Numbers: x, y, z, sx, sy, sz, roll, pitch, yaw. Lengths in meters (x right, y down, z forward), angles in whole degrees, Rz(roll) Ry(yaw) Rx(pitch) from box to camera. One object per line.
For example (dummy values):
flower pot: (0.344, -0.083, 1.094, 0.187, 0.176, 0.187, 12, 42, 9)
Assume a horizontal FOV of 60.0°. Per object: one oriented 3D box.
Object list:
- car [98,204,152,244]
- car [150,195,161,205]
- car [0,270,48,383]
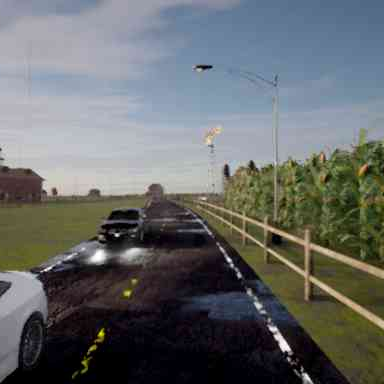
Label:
car: (-3.168, 1.531, 16.124, 1.837, 1.490, 4.892, 0, 0, -2)
car: (-6.976, 1.683, 64.475, 1.812, 1.442, 4.674, 1, 0, -6)
car: (-2.895, 1.531, 2.922, 1.812, 1.442, 4.674, 0, 0, 0)
